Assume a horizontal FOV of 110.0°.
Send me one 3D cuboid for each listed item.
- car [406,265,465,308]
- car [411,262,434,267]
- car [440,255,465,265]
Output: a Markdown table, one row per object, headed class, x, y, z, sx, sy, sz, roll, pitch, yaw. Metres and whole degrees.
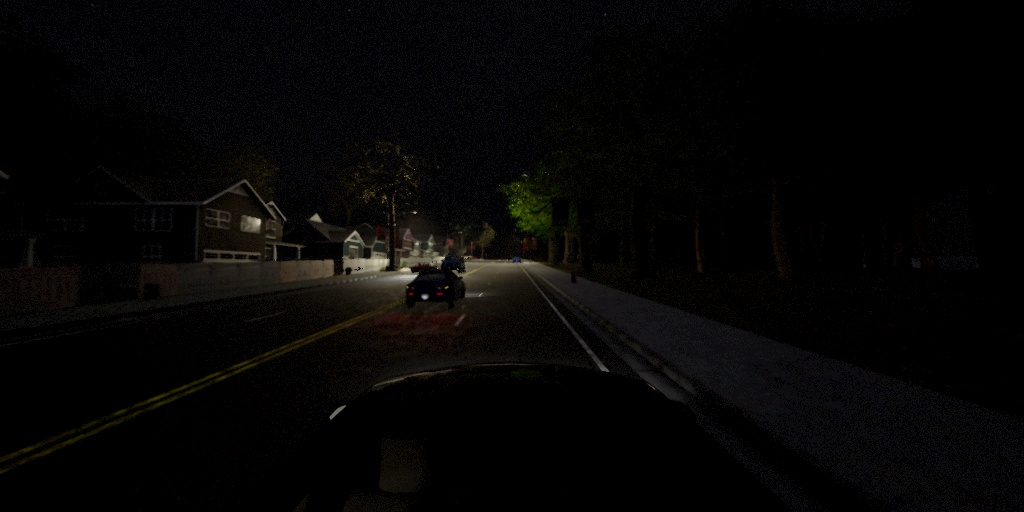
| class | x | y | z | sx | sy | sz | roll | pitch | yaw |
| --- | --- | --- | --- | --- | --- | --- | --- | --- | --- |
| car | -3.146 | 1.283 | 15.250 | 1.812 | 1.442 | 4.674 | 0 | 0 | 0 |
| car | -9.834 | 1.301 | 39.886 | 1.895 | 1.301 | 4.718 | 0 | 0 | 0 |
| car | -6.585 | 0.919 | 40.344 | 2.150 | 2.045 | 5.566 | 0 | 0 | 0 |
